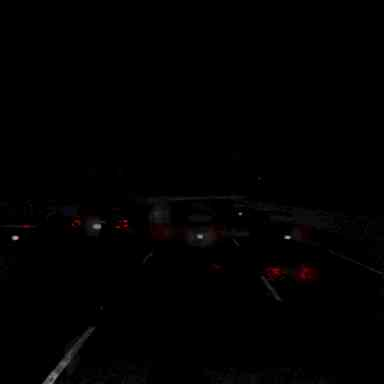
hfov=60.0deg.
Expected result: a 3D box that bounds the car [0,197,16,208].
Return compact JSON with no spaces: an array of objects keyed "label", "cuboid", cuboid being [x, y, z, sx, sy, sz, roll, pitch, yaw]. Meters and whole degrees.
[{"label":"car","cuboid":[-23.699,1.456,42.970,2.097,1.767,4.553,0,0,1]}]

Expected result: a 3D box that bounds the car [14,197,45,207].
[{"label":"car","cuboid":[-20.215,1.647,42.402,1.812,1.442,4.674,0,0,1]}]

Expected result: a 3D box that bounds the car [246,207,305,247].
[{"label":"car","cuboid":[3.887,1.633,15.590,1.812,1.442,4.674,0,0,1]}]

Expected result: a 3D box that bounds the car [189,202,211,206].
[{"label":"car","cuboid":[0.732,1.655,31.532,1.882,1.535,5.008,0,0,1]}]

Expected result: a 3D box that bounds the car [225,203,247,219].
[{"label":"car","cuboid":[4.212,1.718,30.900,1.812,1.442,4.674,0,0,1]}]

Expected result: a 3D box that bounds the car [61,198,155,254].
[{"label":"car","cuboid":[-3.149,1.280,13.927,2.150,2.045,5.566,0,0,1]}]

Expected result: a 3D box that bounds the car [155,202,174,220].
[{"label":"car","cuboid":[-2.797,1.656,30.330,1.837,1.490,4.892,0,0,1]}]

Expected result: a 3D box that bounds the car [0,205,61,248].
[{"label":"car","cuboid":[-6.629,1.538,15.005,2.128,1.511,4.902,0,0,1]}]

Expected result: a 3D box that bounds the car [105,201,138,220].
[{"label":"car","cuboid":[-6.297,1.637,30.401,1.837,1.490,4.892,0,0,1]}]

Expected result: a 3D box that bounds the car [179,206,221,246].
[{"label":"car","cuboid":[0.384,1.614,15.736,1.812,1.442,4.674,0,0,1]}]

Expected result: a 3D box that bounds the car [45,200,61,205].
[{"label":"car","cuboid":[-16.699,1.708,43.046,1.994,1.385,4.181,0,0,1]}]
